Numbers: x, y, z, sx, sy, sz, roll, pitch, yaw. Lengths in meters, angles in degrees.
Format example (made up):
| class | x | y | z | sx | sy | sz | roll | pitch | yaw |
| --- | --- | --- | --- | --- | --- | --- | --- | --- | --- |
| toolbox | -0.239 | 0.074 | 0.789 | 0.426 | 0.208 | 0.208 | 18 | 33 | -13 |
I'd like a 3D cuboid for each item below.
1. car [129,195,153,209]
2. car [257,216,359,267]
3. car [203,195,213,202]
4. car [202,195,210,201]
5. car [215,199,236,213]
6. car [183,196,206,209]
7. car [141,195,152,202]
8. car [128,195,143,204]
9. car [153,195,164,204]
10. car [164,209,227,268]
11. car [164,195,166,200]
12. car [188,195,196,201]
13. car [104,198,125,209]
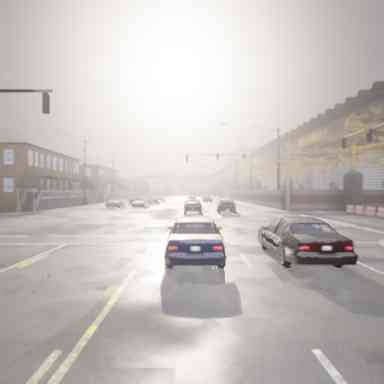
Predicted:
| class | x | y | z | sx | sy | sz | roll | pitch | yaw |
| --- | --- | --- | --- | --- | --- | --- | --- | --- | --- |
| car | -7.088 | 1.532 | 46.077 | 2.033 | 1.411 | 5.357 | 0 | 0 | 0 |
| car | 3.594 | 1.544 | 11.357 | 2.033 | 1.411 | 5.357 | 0 | 0 | 0 |
| car | 3.495 | 1.570 | 72.576 | 1.895 | 1.301 | 4.718 | 0 | 0 | 0 |
| car | 3.494 | 1.459 | 82.850 | 1.837 | 1.490 | 4.892 | 0 | 0 | 0 |
| car | 3.597 | 1.493 | 35.933 | 1.837 | 1.490 | 4.892 | 0 | 0 | 0 |
| car | 0.096 | 1.480 | 35.791 | 2.128 | 1.511 | 4.902 | 0 | 0 | 0 |
| car | -10.505 | 1.437 | 77.589 | 1.882 | 1.535 | 5.008 | 0 | 0 | 0 |
| car | -10.536 | 1.457 | 62.124 | 1.882 | 1.535 | 5.008 | 0 | 0 | 1 |
| car | -7.041 | 1.471 | 61.738 | 2.128 | 1.511 | 4.902 | 0 | 0 | 1 |
| car | 0.094 | 1.544 | 11.288 | 2.033 | 1.411 | 5.357 | 0 | 0 | 0 |
| car | -7.005 | 1.437 | 77.173 | 1.882 | 1.535 | 5.008 | 0 | 0 | 0 |
| car | -0.005 | 1.436 | 82.850 | 1.882 | 1.535 | 5.008 | 0 | 0 | 0 |
| car | -10.586 | 1.510 | 46.059 | 1.812 | 1.442 | 4.674 | 0 | 0 | 0 |
